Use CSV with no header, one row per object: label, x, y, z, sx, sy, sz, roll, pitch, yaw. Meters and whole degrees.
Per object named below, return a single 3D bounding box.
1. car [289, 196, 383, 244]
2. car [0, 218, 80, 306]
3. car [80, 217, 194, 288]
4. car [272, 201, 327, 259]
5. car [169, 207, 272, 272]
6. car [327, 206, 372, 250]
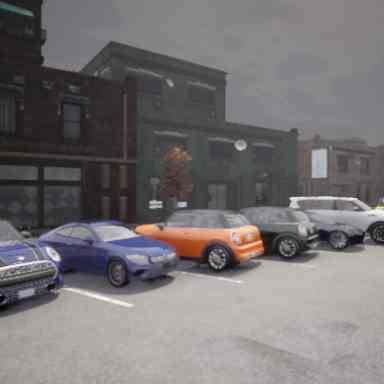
car,7.323,1.250,16.240,5.566,2.045,2.435,-1,-1,35
car,-4.988,1.361,7.613,4.553,1.767,2.185,-1,-1,35
car,-2.513,1.528,9.323,4.674,1.452,2.002,-1,-1,35
car,2.414,1.367,12.764,4.553,1.767,2.185,-1,-1,35
car,-0.037,1.364,11.033,4.553,1.767,2.185,-1,-1,35
car,4.873,1.526,14.507,4.792,1.488,2.163,-1,-1,35
